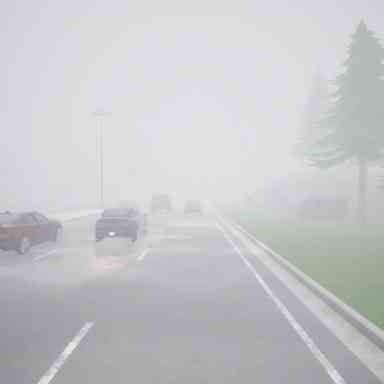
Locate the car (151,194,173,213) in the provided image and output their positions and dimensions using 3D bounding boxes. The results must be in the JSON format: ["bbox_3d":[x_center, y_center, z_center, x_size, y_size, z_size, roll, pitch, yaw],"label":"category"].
[{"bbox_3d":[-3.399,1.222,37.571,2.150,2.045,5.566,0,0,0],"label":"car"}]

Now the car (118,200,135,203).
[{"bbox_3d":[-6.900,1.547,35.366,2.033,1.411,5.357,0,0,0],"label":"car"}]

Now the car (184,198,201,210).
[{"bbox_3d":[0.127,1.548,43.806,2.033,1.411,5.357,0,0,1],"label":"car"}]

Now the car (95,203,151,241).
[{"bbox_3d":[-3.399,1.505,16.552,1.837,1.490,4.892,0,0,0],"label":"car"}]

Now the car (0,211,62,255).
[{"bbox_3d":[-6.900,1.477,13.328,1.882,1.535,5.008,0,0,0],"label":"car"}]

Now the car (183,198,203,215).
[{"bbox_3d":[0.095,1.547,33.710,2.033,1.411,5.357,0,0,0],"label":"car"}]
